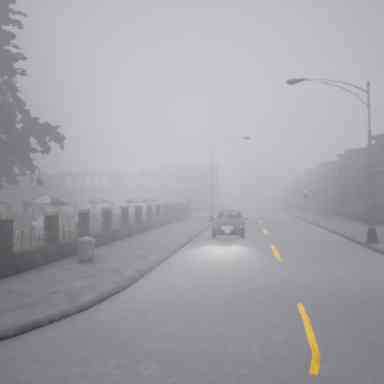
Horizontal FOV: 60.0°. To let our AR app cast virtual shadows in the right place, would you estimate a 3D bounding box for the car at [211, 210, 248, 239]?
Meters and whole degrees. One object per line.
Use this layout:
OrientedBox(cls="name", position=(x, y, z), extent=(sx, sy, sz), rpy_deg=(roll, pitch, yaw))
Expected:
OrientedBox(cls="car", position=(2.295, 1.868, 20.018), extent=(2.128, 1.511, 4.902), rpy_deg=(-1, -1, 10))
